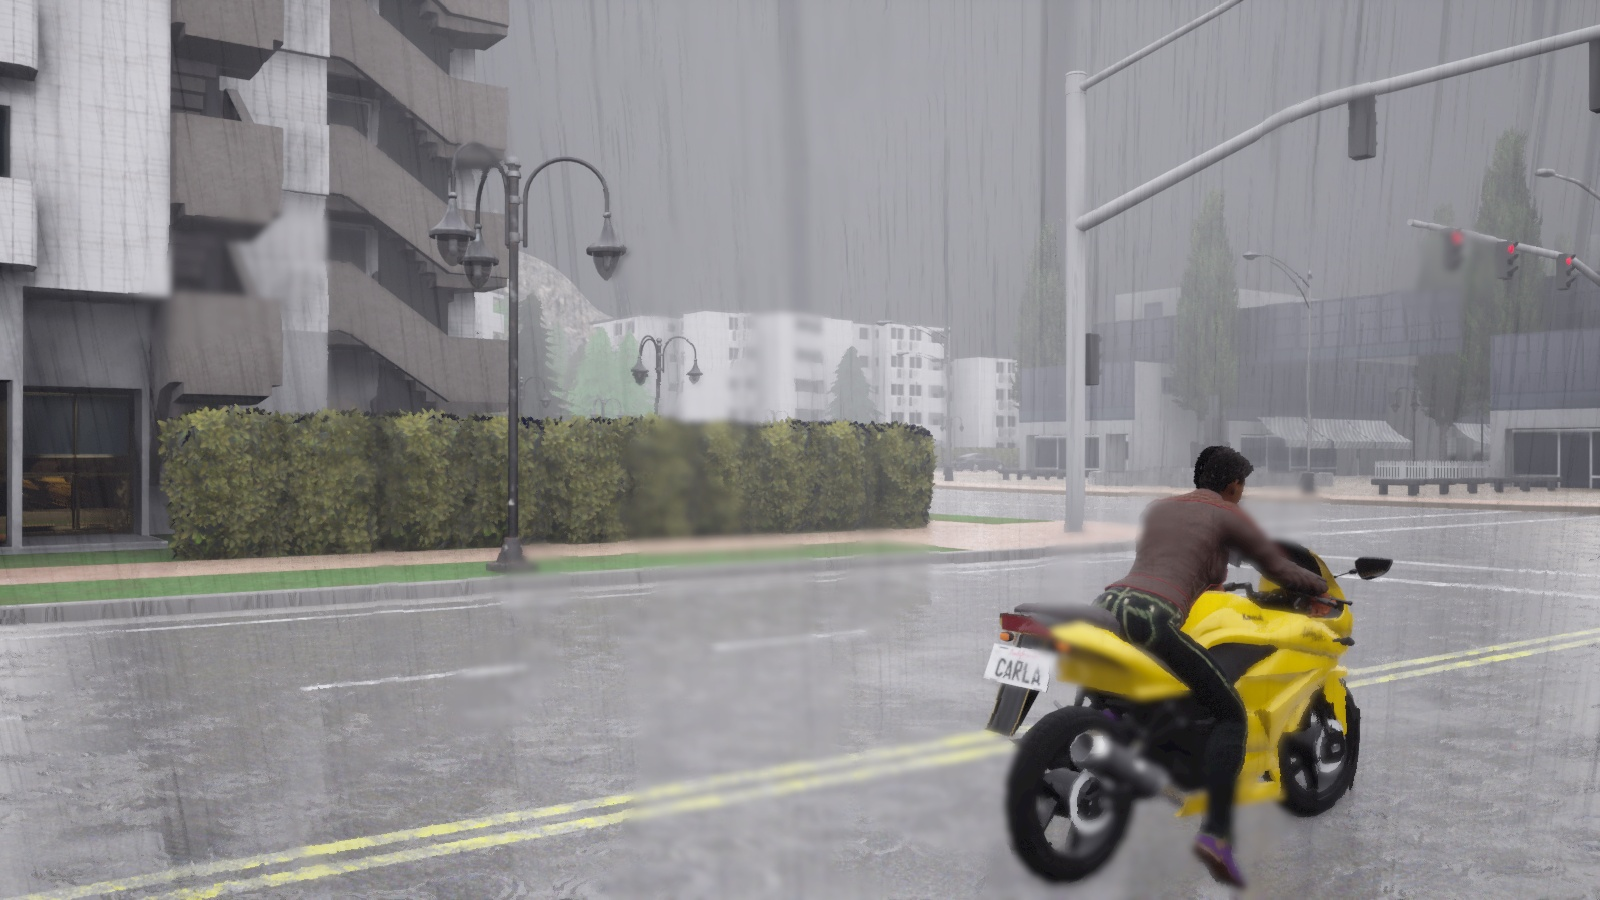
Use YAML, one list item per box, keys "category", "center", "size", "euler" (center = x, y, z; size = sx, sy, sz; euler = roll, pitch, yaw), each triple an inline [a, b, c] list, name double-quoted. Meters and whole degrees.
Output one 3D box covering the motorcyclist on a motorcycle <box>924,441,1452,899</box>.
- category: "motorcyclist on a motorcycle"
  center: [1.507, 0.735, 4.703]
  size: [2.044, 1.523, 0.797]
  euler: [0, 0, -35]
